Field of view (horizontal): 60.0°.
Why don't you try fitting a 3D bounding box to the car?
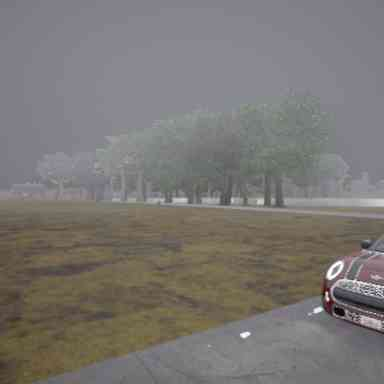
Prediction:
[{"bbox_3d":[4.515,1.378,6.317,4.553,1.767,2.097,0,0,-36],"label":"car"}]
